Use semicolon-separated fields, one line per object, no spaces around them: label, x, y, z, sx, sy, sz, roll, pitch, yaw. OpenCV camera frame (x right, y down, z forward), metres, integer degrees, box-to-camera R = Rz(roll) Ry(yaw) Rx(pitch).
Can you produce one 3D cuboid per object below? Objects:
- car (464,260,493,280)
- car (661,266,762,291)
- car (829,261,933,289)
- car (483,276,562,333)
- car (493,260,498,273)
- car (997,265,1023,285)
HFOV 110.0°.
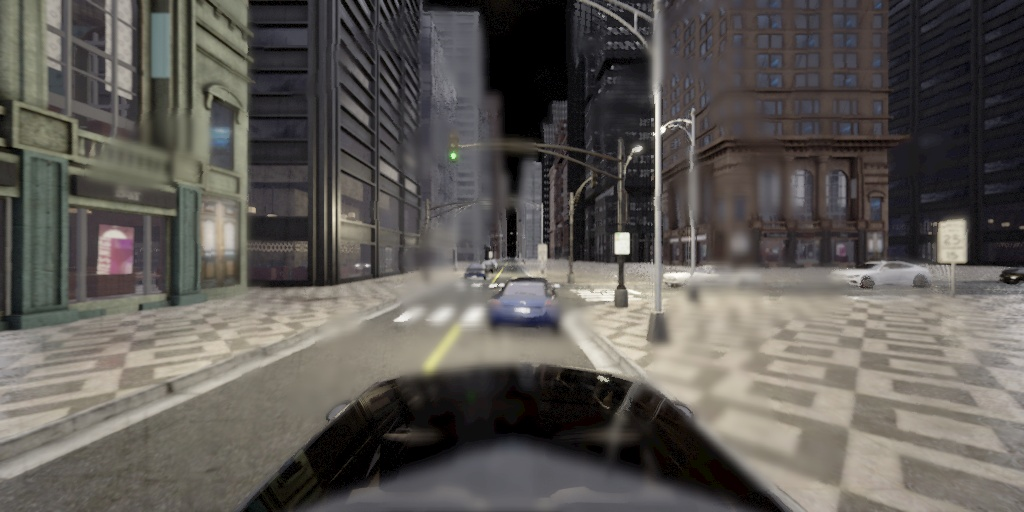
car;-3.078;1.320;32.256;2.033;1.411;5.357;0;0;0
car;10.911;1.217;19.896;4.718;1.301;1.895;-1;0;0
car;20.397;1.031;19.895;4.674;1.442;1.812;-1;0;0
car;0.500;1.319;10.873;1.994;1.385;4.181;0;0;6
car;-3.066;1.260;42.666;1.882;1.535;5.008;0;0;0
car;30.225;0.899;19.888;4.892;1.490;1.837;-1;0;0
